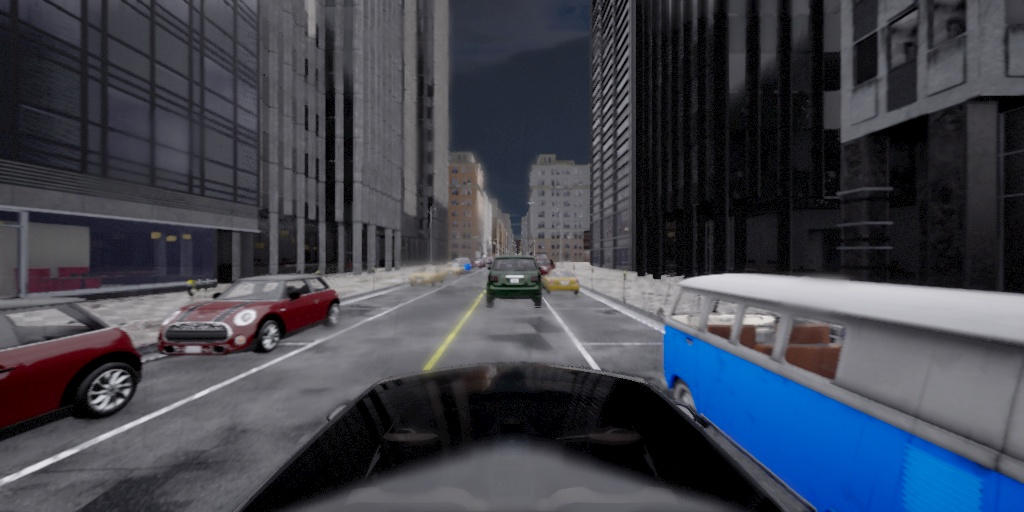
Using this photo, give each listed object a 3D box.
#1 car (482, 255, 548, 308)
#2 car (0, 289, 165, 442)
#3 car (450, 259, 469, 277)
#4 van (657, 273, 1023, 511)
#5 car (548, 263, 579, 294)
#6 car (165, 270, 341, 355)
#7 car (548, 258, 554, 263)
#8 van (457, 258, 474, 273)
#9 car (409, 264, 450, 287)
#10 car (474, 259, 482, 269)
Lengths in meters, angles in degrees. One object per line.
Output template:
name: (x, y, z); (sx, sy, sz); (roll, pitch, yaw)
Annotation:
car: (0.096, 0.987, 15.484); (2.150, 2.045, 5.566); (0, 0, 0)
car: (-5.859, 1.191, 2.951); (1.967, 1.591, 4.097); (0, 0, 0)
car: (-5.871, 1.332, 36.617); (1.751, 1.417, 4.829); (0, 0, 0)
van: (2.667, 1.092, 2.938); (1.690, 1.789, 3.998); (0, 0, 0)
car: (2.665, 1.300, 20.058); (1.751, 1.417, 4.829); (0, 0, 1)
car: (-5.860, 1.196, 8.589); (1.967, 1.591, 4.097); (0, 0, 0)
car: (2.658, 1.113, 31.130); (2.192, 1.841, 5.009); (0, 0, 0)
van: (-5.872, 1.156, 42.429); (1.690, 1.789, 3.998); (0, 0, 0)
car: (-5.870, 1.312, 25.301); (1.751, 1.417, 4.829); (0, 0, 1)
car: (-5.878, 1.406, 59.349); (1.802, 1.307, 4.207); (0, 0, 0)
